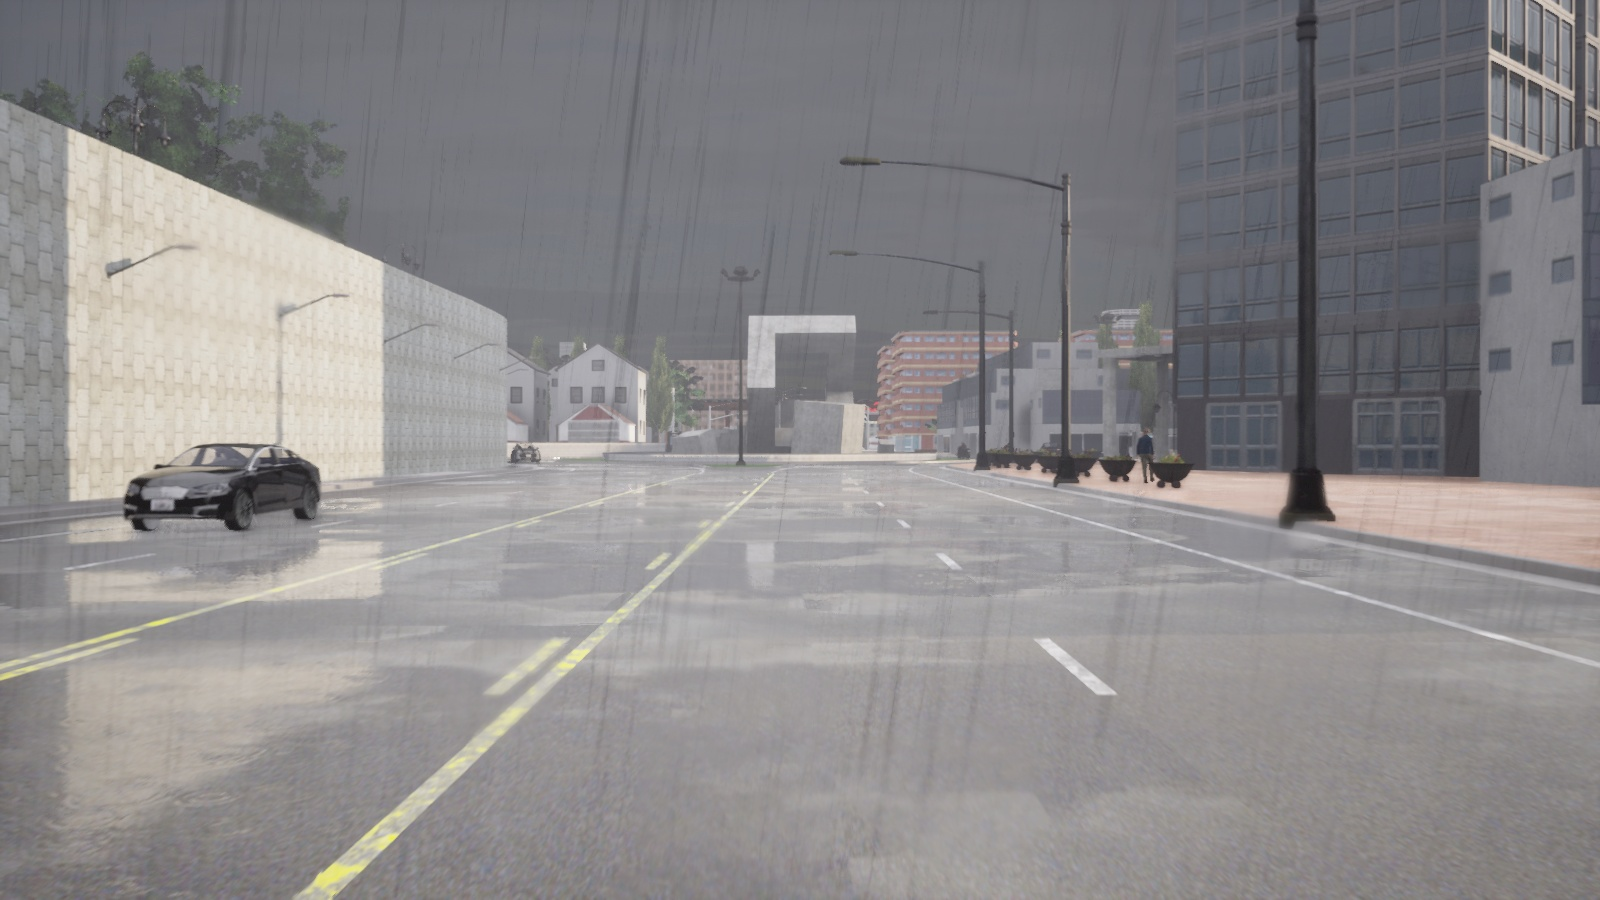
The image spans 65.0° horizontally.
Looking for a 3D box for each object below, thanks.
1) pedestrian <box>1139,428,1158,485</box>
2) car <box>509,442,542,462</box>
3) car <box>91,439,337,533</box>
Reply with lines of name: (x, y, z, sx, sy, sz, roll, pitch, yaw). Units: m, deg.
pedestrian: (11.376, 0.192, 41.008, 0.402, 1.842, 0.726, 0, 0, 33)
car: (-21.068, 0.152, 96.276, 1.970, 1.475, 3.806, 0, 0, -20)
car: (-10.356, 0.566, 22.706, 2.128, 1.511, 4.902, 0, 0, 0)
